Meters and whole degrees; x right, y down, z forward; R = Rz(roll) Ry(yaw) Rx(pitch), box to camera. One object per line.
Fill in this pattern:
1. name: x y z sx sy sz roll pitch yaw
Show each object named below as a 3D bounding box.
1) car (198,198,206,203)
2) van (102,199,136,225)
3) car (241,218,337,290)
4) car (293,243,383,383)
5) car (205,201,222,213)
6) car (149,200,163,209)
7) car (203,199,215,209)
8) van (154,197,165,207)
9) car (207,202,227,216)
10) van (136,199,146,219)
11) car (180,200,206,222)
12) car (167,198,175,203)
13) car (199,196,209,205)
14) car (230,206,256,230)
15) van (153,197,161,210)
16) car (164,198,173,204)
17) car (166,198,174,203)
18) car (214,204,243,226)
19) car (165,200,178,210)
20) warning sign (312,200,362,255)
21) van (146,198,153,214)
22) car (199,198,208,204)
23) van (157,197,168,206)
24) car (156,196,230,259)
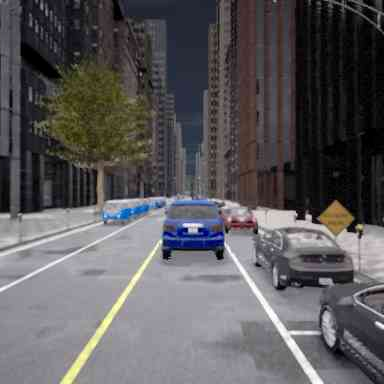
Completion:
1. car: 2.727 2.291 93.336 2.008 1.369 4.403 0 0 0
2. van: -5.771 1.536 25.906 1.690 1.788 3.998 0 0 0
3. car: 2.760 1.619 9.058 2.008 1.369 4.403 0 0 0
4. car: 2.762 1.577 3.439 2.008 1.369 4.403 0 0 0
5. car: 2.747 1.892 42.769 1.947 1.339 4.313 0 0 0
6. car: -5.783 1.959 53.995 1.887 1.381 4.507 0 0 0
7. car: 2.742 1.942 54.177 1.752 1.417 4.829 0 0 0
8. van: -5.784 1.801 59.614 1.690 1.788 3.998 0 0 0
9. car: 2.749 1.848 37.151 1.947 1.339 4.313 0 0 0
10. van: -5.774 1.579 31.524 1.690 1.788 3.998 0 0 0
11. car: 0.055 1.570 29.072 2.097 1.767 4.553 0 -1 0
12. car: -5.798 2.285 93.322 1.887 1.381 4.507 0 0 0
13. car: 2.734 1.912 76.483 2.192 1.841 5.009 0 0 0
14. car: 2.756 1.593 20.295 1.967 1.590 4.097 0 0 0
15. van: -5.780 1.711 48.378 1.690 1.788 3.998 0 0 0
16. car: -5.794 2.168 81.916 1.752 1.417 4.829 0 0 0
17. car: -5.796 2.243 87.710 2.008 1.369 4.403 0 0 0
18. car: 2.753 1.722 26.083 1.752 1.417 4.829 0 0 0
19. car: -3.101 1.918 51.099 1.812 1.442 4.674 0 0 0
20. warning sign: 5.062 1.203 11.710 1.300 1.860 1.060 0 -1 0
21. van: -5.776 1.623 37.142 1.690 1.788 3.998 0 0 0
22. car: 2.731 2.195 82.099 2.008 1.369 4.403 0 0 0
23. van: -5.787 1.846 65.233 1.690 1.788 3.998 0 0 0
24. car: 0.057 1.322 13.220 2.150 2.045 5.566 0 0 0
